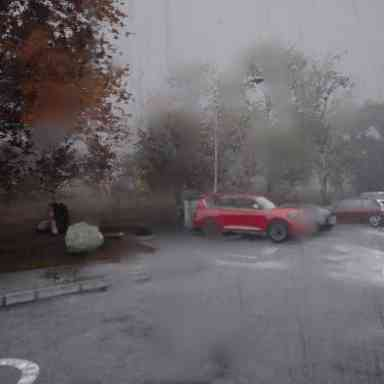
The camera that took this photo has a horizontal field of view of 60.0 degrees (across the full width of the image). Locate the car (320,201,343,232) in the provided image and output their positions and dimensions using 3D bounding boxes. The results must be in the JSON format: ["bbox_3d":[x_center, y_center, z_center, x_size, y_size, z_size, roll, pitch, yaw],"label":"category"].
[{"bbox_3d":[5.009,1.372,17.466,4.792,1.488,2.163,-1,0,33],"label":"car"}]

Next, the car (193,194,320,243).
[{"bbox_3d":[2.691,1.126,15.689,5.566,2.045,2.435,-1,-1,33],"label":"car"}]

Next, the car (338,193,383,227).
[{"bbox_3d":[9.787,1.146,20.945,4.553,1.767,2.185,-1,0,33],"label":"car"}]
